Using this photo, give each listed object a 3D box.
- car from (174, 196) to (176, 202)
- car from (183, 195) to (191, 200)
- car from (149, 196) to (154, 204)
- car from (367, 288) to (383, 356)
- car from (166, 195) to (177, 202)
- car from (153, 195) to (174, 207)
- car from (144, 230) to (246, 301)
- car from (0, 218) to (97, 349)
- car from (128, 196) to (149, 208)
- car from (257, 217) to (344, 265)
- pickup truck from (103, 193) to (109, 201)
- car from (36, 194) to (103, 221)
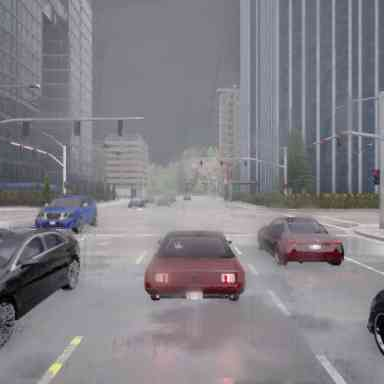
[{"bbox_3d":[-4.471,1.505,62.196,1.837,1.490,4.892,0,0,0],"label":"car"},{"bbox_3d":[-1.295,1.553,88.561,1.994,1.385,4.181,0,0,-1],"label":"car"},{"bbox_3d":[-7.969,1.506,61.944,1.837,1.490,4.892,0,0,-1],"label":"car"},{"bbox_3d":[3.608,1.564,3.236,1.994,1.385,4.181,0,0,-1],"label":"car"},{"bbox_3d":[-4.595,1.525,74.763,2.128,1.511,4.902,0,0,-1],"label":"car"},{"bbox_3d":[-4.350,1.547,51.564,2.033,1.411,5.357,0,0,-1],"label":"car"},{"bbox_3d":[0.071,1.601,8.289,1.895,1.301,4.718,0,0,0],"label":"car"},{"bbox_3d":[-3.600,1.491,6.227,2.128,1.511,4.902,0,0,0],"label":"car"},{"bbox_3d":[-7.793,1.526,47.464,1.812,1.442,4.674,0,0,1],"label":"car"},{"bbox_3d":[3.577,1.564,11.647,1.994,1.385,4.181,0,0,0],"label":"car"},{"bbox_3d":[-21.197,1.059,73.336,2.390,2.098,6.274,0,0,30],"label":"pickup truck"},{"bbox_3d":[-7.178,1.221,19.735,2.150,2.045,5.566,0,0,-1],"label":"car"}]
